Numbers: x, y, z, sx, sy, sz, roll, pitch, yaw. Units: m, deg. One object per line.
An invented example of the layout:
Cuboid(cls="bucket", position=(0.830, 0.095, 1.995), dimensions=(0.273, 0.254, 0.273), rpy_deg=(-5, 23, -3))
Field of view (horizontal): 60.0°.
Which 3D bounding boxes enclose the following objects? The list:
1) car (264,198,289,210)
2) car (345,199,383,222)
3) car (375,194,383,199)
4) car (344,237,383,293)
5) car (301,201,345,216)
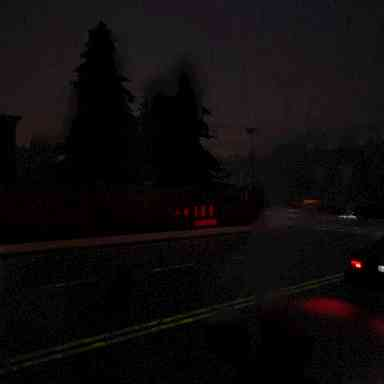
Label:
Cuboid(cls="car", position=(10.274, 1.525, 42.687), dimensions=(1.812, 1.442, 4.674), rpy_deg=(0, 0, -35))
Cuboid(cls="car", position=(14.458, 1.492, 24.595), dimensions=(2.128, 1.511, 4.902), rpy_deg=(0, 0, -35))
Cuboid(cls="car", position=(19.245, 1.224, 29.958), dimensions=(2.150, 2.045, 5.566), rpy_deg=(0, 0, -35))
Cuboid(cls="car", position=(5.788, 1.547, 7.900), dimensions=(5.357, 1.411, 2.033), rpy_deg=(0, 0, -35))
Cuboid(cls="car", position=(12.949, 1.564, 32.813), dimensions=(1.994, 1.385, 4.181), rpy_deg=(0, 0, -35))
